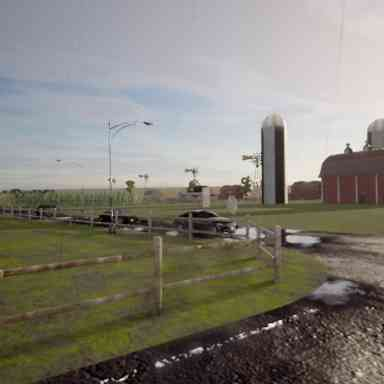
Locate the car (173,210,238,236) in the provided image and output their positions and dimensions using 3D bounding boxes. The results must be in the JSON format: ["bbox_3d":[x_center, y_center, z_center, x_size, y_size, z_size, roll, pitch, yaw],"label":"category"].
[{"bbox_3d":[0.717,1.890,21.042,4.674,1.442,1.812,-2,0,45],"label":"car"}]

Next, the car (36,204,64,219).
[{"bbox_3d":[-16.959,2.243,39.652,2.097,1.767,4.553,-1,0,-42],"label":"car"}]

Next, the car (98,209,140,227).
[{"bbox_3d":[-6.175,2.128,28.064,1.994,1.385,4.181,-1,0,-44],"label":"car"}]
